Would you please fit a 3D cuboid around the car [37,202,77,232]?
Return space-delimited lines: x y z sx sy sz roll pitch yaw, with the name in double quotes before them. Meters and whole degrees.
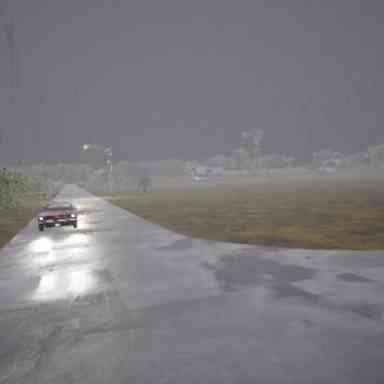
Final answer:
"car" -7.331 1.258 18.281 1.895 1.301 4.718 -4 3 -20
